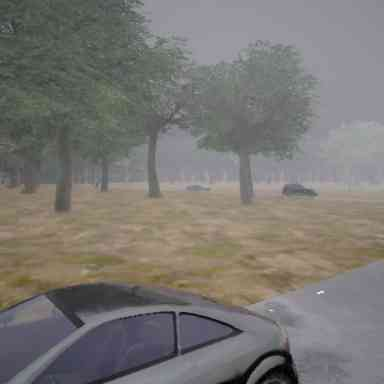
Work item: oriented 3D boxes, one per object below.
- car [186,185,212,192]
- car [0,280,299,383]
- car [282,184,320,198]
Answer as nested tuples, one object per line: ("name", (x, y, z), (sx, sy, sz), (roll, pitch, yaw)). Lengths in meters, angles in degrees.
("car", (1.323, -0.742, 64.726), (5.357, 1.411, 2.033), (3, 1, 41))
("car", (-0.995, 1.585, 2.821), (4.181, 1.385, 1.994), (0, 0, -37))
("car", (16.693, -0.231, 51.253), (5.566, 2.045, 2.150), (3, 1, 41))
